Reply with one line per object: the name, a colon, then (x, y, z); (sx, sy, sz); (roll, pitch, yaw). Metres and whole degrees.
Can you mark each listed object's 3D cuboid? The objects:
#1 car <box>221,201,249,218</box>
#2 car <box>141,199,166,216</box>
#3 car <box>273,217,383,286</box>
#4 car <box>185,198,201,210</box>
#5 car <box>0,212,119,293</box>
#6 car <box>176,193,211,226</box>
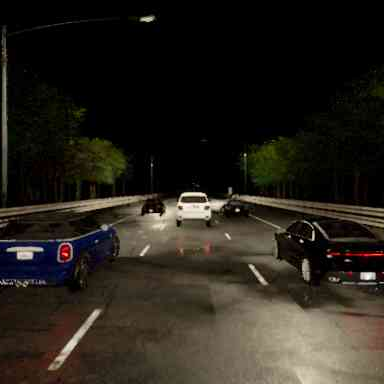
car: (3.600, 1.414, 28.350); (1.994, 1.385, 4.181); (0, 0, 0)
car: (-3.398, 1.367, 29.880); (1.812, 1.442, 4.674); (0, 0, 0)
car: (3.600, 1.457, 9.224); (1.837, 1.490, 4.892); (0, 0, 0)
car: (0.102, 1.385, 40.724); (1.895, 1.301, 4.718); (0, 0, 0)
car: (-3.400, 1.305, 8.911); (2.097, 1.767, 4.553); (0, 0, 0)
car: (0.101, 1.102, 22.482); (2.150, 2.045, 5.566); (0, 0, 0)
